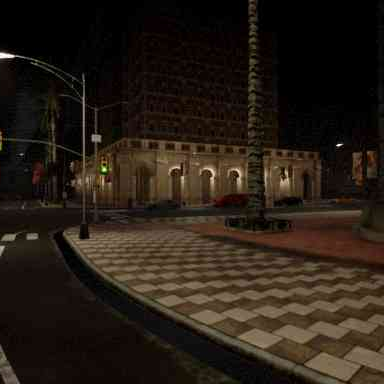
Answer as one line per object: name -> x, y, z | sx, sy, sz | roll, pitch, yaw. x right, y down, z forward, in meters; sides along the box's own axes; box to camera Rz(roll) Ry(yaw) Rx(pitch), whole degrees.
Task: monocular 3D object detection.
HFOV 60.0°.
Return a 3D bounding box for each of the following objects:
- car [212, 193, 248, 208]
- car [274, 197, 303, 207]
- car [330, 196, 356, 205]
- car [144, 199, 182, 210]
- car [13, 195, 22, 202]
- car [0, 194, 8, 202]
car -> 5.614, 1.220, 47.434 | 5.566, 2.045, 2.150 | 0, 0, -26
car -> 15.054, 1.476, 52.067 | 5.008, 1.535, 1.882 | 0, 0, -26
car -> 26.070, 1.477, 57.491 | 5.008, 1.535, 1.882 | -1, 0, -26
car -> -3.753, 1.599, 42.844 | 4.718, 1.301, 1.895 | 0, 0, -26
car -> -41.786, 1.590, 79.662 | 1.895, 1.301, 4.718 | 0, 0, -27
car -> -44.976, 1.350, 78.218 | 2.097, 1.767, 4.553 | 0, 0, -27
